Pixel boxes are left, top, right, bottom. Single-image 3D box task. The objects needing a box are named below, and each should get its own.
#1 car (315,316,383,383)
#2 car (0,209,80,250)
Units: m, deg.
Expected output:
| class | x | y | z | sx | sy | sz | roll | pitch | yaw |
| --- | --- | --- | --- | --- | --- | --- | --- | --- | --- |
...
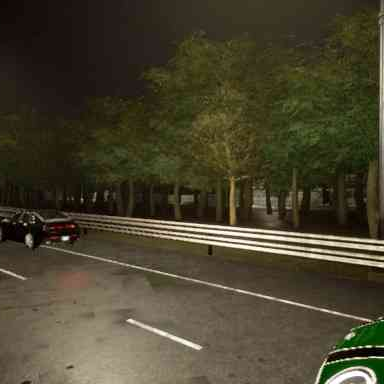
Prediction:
| class | x | y | z | sx | sy | sz | roll | pitch | yaw |
| --- | --- | --- | --- | --- | --- | --- | --- | --- | --- |
| car | 2.991 | 1.356 | 1.672 | 4.553 | 1.767 | 2.097 | 1 | 0 | 40 |
| car | -6.755 | 1.510 | 14.412 | 4.892 | 1.490 | 1.837 | 1 | 0 | 40 |
